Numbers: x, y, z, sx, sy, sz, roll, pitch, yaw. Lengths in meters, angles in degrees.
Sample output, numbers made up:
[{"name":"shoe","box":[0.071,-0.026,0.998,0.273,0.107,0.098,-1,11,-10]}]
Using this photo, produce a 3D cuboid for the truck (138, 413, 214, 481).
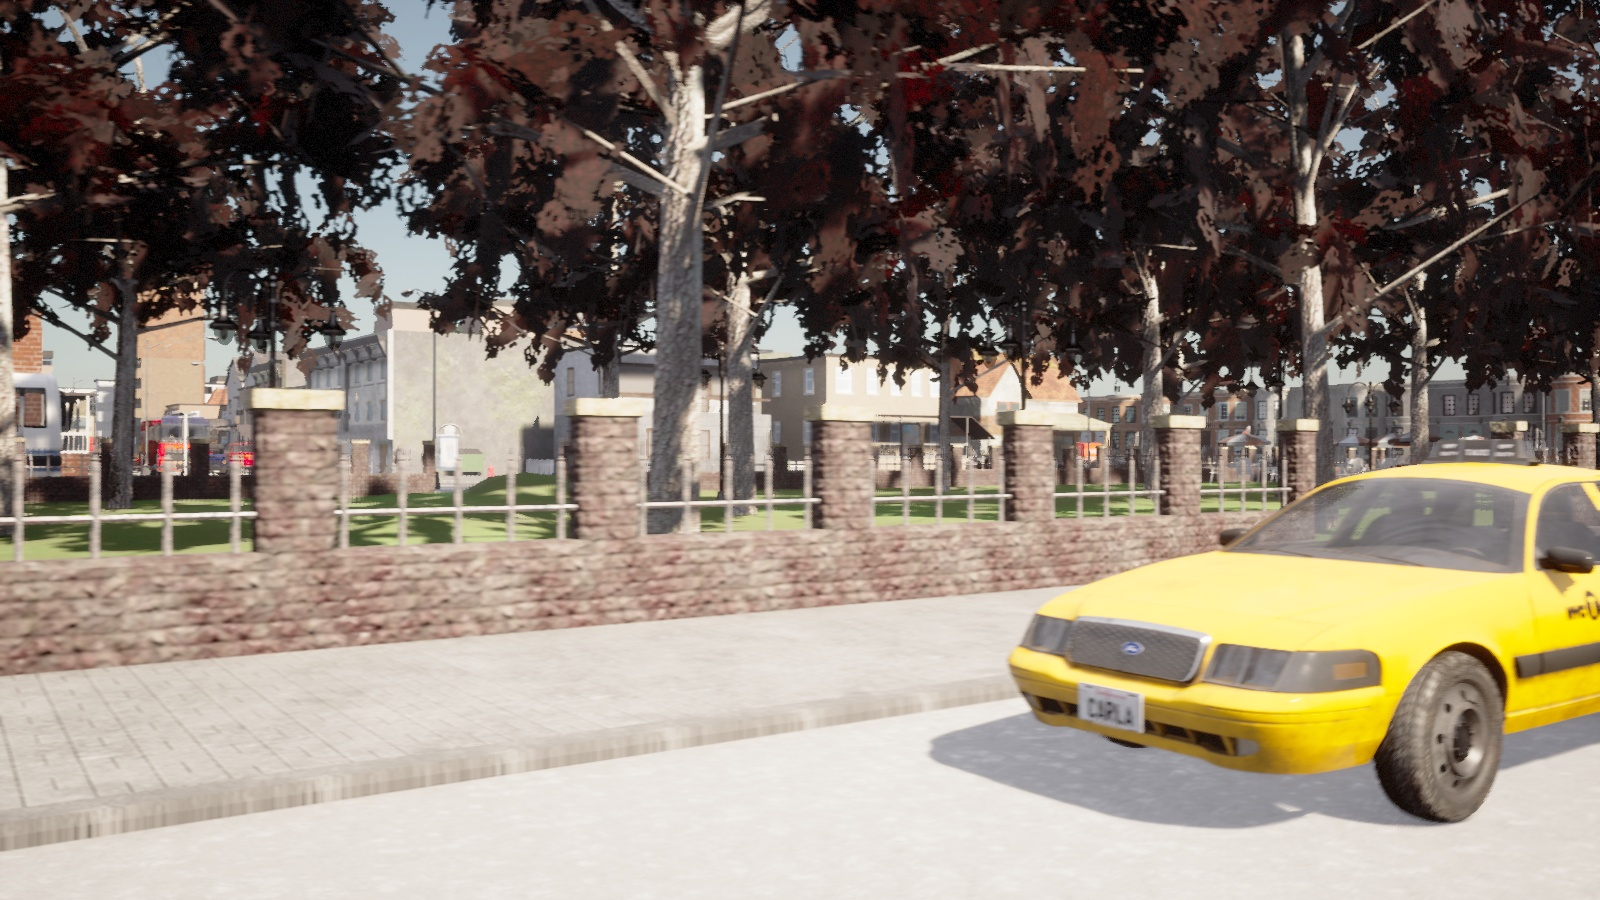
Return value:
[{"name":"truck","box":[-37.272,-0.153,74.849,2.891,3.827,8.468,0,0,-34]}]

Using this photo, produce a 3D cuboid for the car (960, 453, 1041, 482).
[{"name":"car","box":[10.694,0.919,66.884,4.193,1.474,1.816,0,0,-35]}]

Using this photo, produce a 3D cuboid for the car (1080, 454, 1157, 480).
[{"name":"car","box":[18.304,0.932,72.096,4.674,1.442,1.812,0,0,-37]}]

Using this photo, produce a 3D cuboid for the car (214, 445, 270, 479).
[{"name":"car","box":[-34.893,0.738,78.440,2.150,2.045,5.566,0,0,-35]}]

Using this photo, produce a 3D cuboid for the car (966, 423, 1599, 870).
[{"name":"car","box":[3.499,0.695,6.703,5.366,1.575,1.801,0,0,-35]}]

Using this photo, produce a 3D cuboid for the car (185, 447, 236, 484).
[{"name":"car","box":[-30.906,0.772,65.801,1.905,1.878,3.866,0,0,-33]}]

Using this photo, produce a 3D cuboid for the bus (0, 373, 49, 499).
[{"name":"bus","box":[-31.222,-0.463,42.207,10.273,4.253,3.944,0,0,-31]}]
